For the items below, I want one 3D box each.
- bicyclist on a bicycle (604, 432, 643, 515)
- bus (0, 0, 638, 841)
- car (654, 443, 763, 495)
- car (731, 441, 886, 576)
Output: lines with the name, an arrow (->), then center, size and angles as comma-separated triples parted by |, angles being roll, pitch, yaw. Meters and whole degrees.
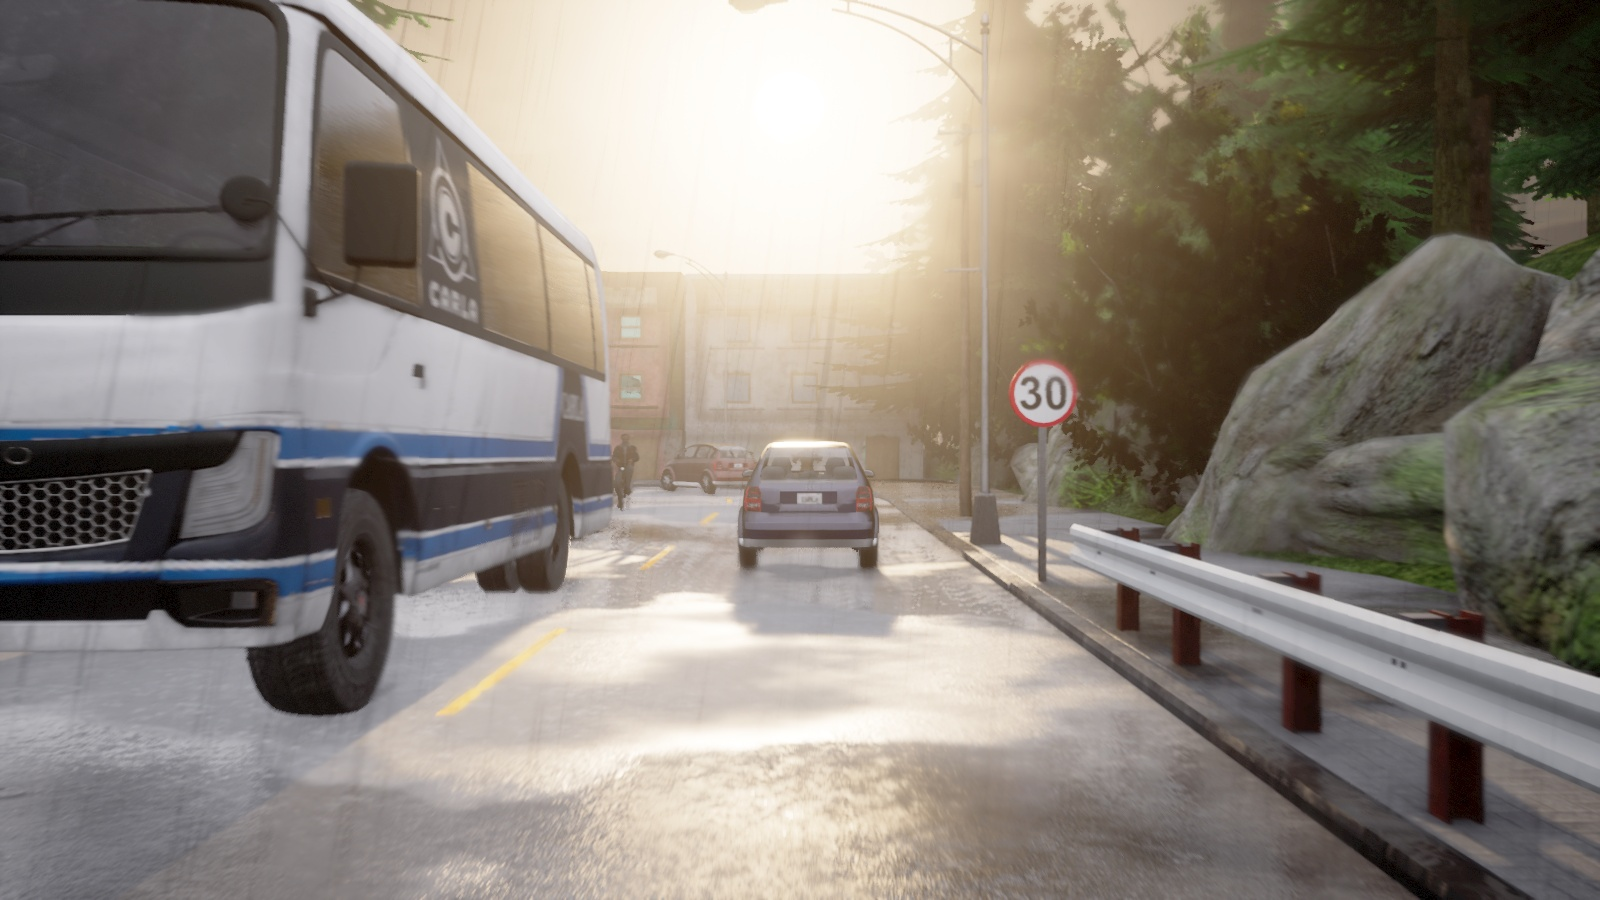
bicyclist on a bicycle -> -3.931, 0.504, 28.004 | 0.659, 1.776, 1.843 | 0, 0, -2
bus -> -3.933, -0.671, 9.773 | 3.944, 4.253, 10.273 | 0, 0, 0
car -> -2.909, 0.570, 39.341 | 1.789, 1.549, 3.705 | 0, 0, -34
car -> 0.108, 0.661, 16.305 | 1.789, 1.549, 3.705 | 0, 0, 0
